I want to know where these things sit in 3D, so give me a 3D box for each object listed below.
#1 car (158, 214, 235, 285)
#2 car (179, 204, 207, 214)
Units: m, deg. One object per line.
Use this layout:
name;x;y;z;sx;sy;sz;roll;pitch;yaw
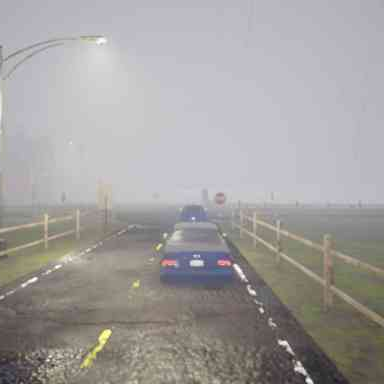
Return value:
car;0.097;1.595;9.679;2.033;1.411;5.357;0;0;0
car;0.089;1.597;24.154;1.882;1.535;5.008;0;0;0
